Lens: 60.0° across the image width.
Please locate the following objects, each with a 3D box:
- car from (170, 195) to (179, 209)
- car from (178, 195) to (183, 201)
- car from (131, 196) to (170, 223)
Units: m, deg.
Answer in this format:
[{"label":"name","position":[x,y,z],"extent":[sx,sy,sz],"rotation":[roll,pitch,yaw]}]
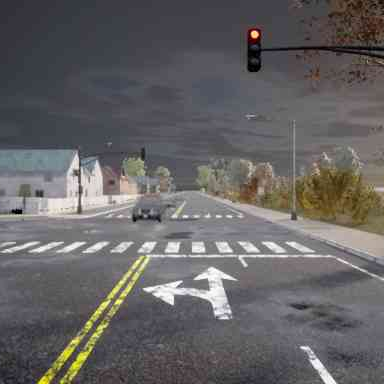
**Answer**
[{"label":"car","position":[-3.183,1.570,45.270],"extent":[1.994,1.385,4.181],"rotation":[0,1,0]},{"label":"car","position":[-3.132,1.409,78.484],"extent":[1.837,1.490,4.892],"rotation":[0,0,0]},{"label":"car","position":[-3.211,1.319,25.761],"extent":[2.150,2.045,5.566],"rotation":[0,0,0]}]
